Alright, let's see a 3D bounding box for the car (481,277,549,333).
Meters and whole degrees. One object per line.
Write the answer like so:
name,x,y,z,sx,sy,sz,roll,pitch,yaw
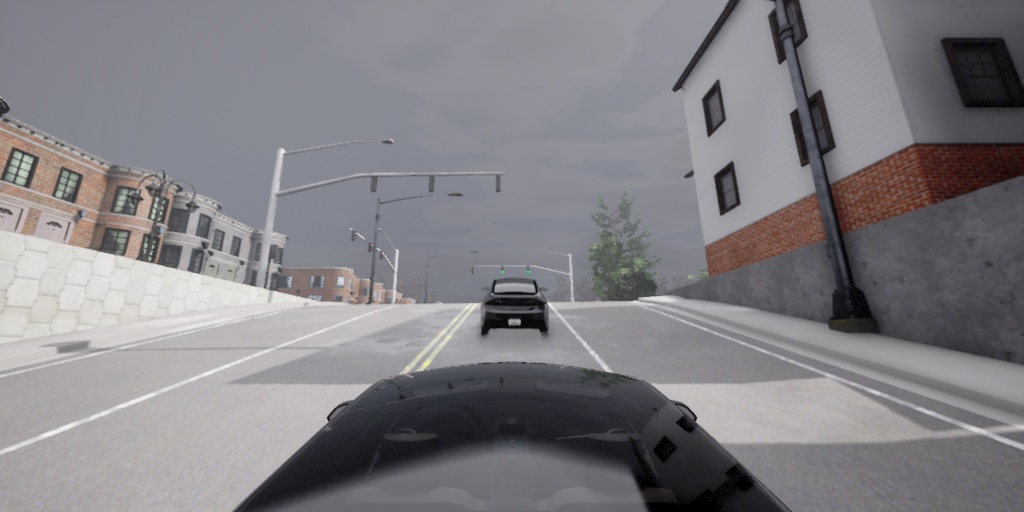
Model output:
car,0.078,1.403,11.318,1.837,1.490,4.892,0,0,0
